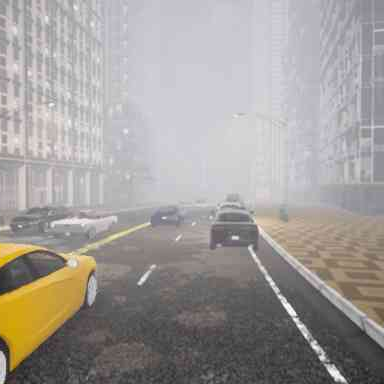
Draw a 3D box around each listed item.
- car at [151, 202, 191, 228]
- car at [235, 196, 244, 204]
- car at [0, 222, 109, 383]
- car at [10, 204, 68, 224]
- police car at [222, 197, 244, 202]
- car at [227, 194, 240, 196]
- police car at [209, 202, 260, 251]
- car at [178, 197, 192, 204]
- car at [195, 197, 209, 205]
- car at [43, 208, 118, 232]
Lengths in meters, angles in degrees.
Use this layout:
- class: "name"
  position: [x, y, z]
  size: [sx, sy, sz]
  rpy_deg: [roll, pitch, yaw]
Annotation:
- class: "car"
  position: [-1.462, 1.593, 22.670]
  size: [1.994, 1.385, 4.181]
  rpy_deg: [0, 0, 7]
- class: "car"
  position: [9.451, 1.602, 66.418]
  size: [1.812, 1.442, 4.674]
  rpy_deg: [0, 0, 8]
- class: "car"
  position: [-2.909, 1.485, 4.821]
  size: [1.882, 1.535, 5.008]
  rpy_deg: [0, 0, 2]
- class: "car"
  position: [-8.562, 1.524, 19.493]
  size: [1.837, 1.490, 4.892]
  rpy_deg: [0, 0, 6]
- class: "police car"
  position: [2.800, 1.462, 24.180]
  size: [1.930, 1.638, 5.238]
  rpy_deg: [0, 0, 7]
- class: "car"
  position: [6.129, 1.289, 48.210]
  size: [2.150, 2.045, 5.566]
  rpy_deg: [0, 0, 12]
- class: "police car"
  position: [1.768, 1.447, 14.482]
  size: [1.930, 1.638, 5.238]
  rpy_deg: [0, 0, 5]
- class: "car"
  position: [-1.254, 1.653, 61.169]
  size: [1.895, 1.301, 4.718]
  rpy_deg: [0, 0, 11]
- class: "car"
  position: [1.891, 1.623, 60.471]
  size: [1.994, 1.385, 4.181]
  rpy_deg: [0, 0, 10]
- class: "car"
  position: [-5.513, 1.621, 17.448]
  size: [1.895, 1.301, 4.718]
  rpy_deg: [0, 0, 6]
